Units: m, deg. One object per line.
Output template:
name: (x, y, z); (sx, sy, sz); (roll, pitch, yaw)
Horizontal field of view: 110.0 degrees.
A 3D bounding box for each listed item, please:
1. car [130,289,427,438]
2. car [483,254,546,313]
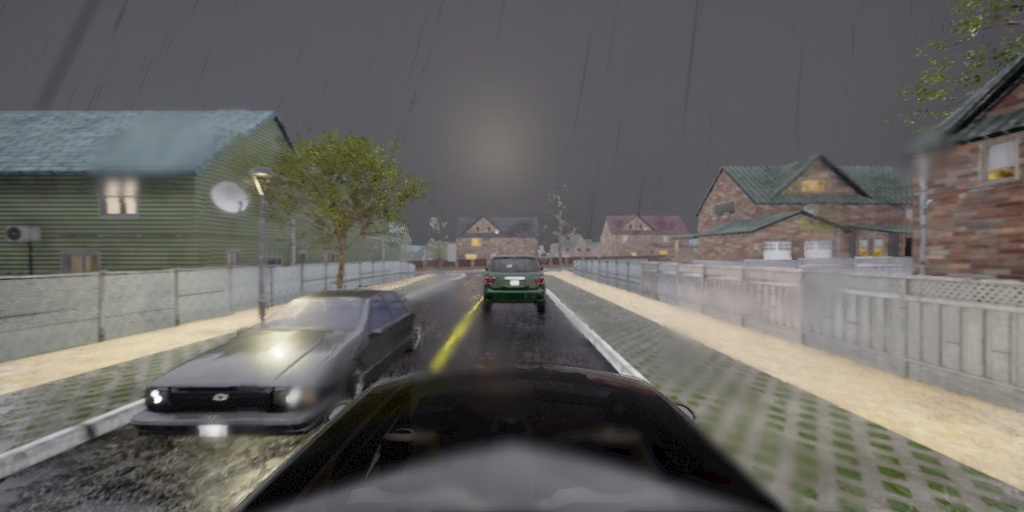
car: (-2.852, 1.296, 6.092); (2.033, 1.411, 5.357); (0, 0, 0)
car: (0.092, 0.970, 14.129); (2.150, 2.045, 5.566); (0, 0, 0)
